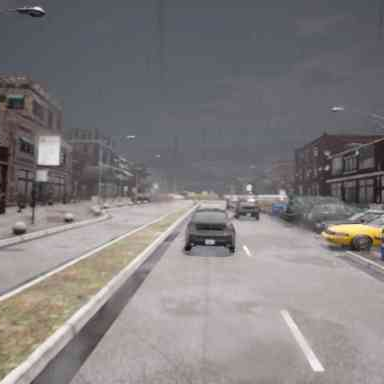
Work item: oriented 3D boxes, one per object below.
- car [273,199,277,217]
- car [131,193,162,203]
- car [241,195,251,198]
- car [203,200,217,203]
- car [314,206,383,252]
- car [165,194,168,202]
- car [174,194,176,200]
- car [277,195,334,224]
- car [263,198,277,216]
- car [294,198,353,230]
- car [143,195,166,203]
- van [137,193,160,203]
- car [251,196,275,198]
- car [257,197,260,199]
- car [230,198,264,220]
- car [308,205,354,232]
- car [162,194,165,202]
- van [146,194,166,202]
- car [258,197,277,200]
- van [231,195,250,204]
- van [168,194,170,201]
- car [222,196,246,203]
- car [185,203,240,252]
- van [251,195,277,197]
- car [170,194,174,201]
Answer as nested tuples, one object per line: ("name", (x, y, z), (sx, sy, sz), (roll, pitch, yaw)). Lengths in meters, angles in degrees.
("car", (8.892, 1.560, 24.391), (5.008, 1.535, 2.097), (1, 0, 3))
("car", (-9.431, 1.266, 66.694), (5.566, 2.045, 2.435), (1, -1, 3))
("car", (10.069, 1.450, 46.414), (5.566, 2.045, 2.435), (1, -1, 3))
("car", (1.981, 1.566, 36.372), (1.895, 1.301, 4.718), (1, 0, 3))
("car", (8.097, 1.569, 13.394), (5.366, 1.575, 1.946), (1, 0, 3))
("car", (-8.937, 1.359, 75.016), (5.566, 2.045, 2.435), (1, 0, 3))
("car", (-7.794, 1.764, 94.434), (5.008, 1.535, 2.097), (1, 0, 3))
("car", (8.770, 1.308, 21.638), (5.566, 2.045, 2.435), (1, 0, 3))
("car", (9.194, 1.575, 29.895), (4.892, 1.521, 2.231), (1, 0, 3))
("car", (8.556, 1.434, 18.890), (4.553, 1.767, 2.185), (1, 0, 3))
("car", (-8.737, 1.641, 77.907), (4.892, 1.521, 2.231), (1, 0, 3))
("van", (-9.121, 1.327, 69.457), (4.442, 1.987, 1.878), (1, -1, 3))
("car", (9.646, 1.621, 38.151), (5.008, 1.535, 2.097), (1, 0, 3))
("car", (9.460, 1.631, 35.401), (4.792, 1.488, 2.163), (1, 0, 3))
("car", (4.494, 1.494, 27.943), (1.837, 1.490, 4.892), (1, 0, 3))
("car", (8.436, 1.607, 16.137), (4.674, 1.452, 2.002), (1, 0, 3))
("car", (-9.044, 1.613, 72.361), (4.792, 1.488, 2.163), (1, -1, 3))
("van", (-8.696, 1.437, 80.693), (4.442, 1.987, 1.878), (1, 0, 3))
("car", (9.346, 1.587, 32.648), (4.892, 1.521, 2.231), (1, 0, 3))
("van", (11.935, 1.897, 82.211), (4.442, 1.987, 1.878), (1, 0, 3))
("van", (-8.541, 1.459, 83.343), (4.442, 1.987, 1.878), (1, 0, 3))
("car", (5.296, 1.574, 42.678), (2.128, 1.511, 4.902), (1, -1, 4))
("car", (0.755, 1.441, 13.733), (1.837, 1.490, 4.892), (1, 0, 3))
("van", (9.905, 1.420, 40.777), (4.442, 1.987, 1.878), (1, -1, 3))
("car", (-8.229, 1.459, 86.229), (5.566, 2.045, 2.435), (1, 0, 3))
